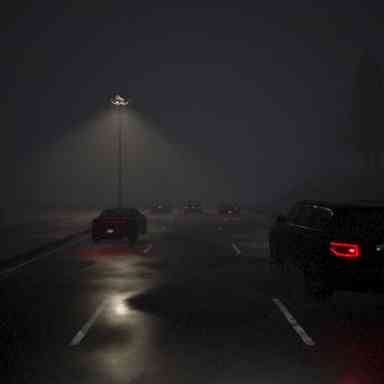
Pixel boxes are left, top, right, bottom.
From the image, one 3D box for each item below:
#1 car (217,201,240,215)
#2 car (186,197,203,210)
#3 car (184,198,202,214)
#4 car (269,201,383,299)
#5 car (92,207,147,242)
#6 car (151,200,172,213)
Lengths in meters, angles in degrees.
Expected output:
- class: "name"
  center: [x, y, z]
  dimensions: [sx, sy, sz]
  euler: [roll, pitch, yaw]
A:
- class: "car"
  center: [3.602, 1.601, 33.640]
  dimensions: [1.895, 1.301, 4.718]
  euler: [0, 0, 0]
- class: "car"
  center: [0.358, 1.492, 44.485]
  dimensions: [2.128, 1.511, 4.902]
  euler: [0, 0, 3]
- class: "car"
  center: [0.107, 1.547, 34.743]
  dimensions: [2.033, 1.411, 5.357]
  euler: [0, 0, 0]
- class: "car"
  center: [3.600, 1.222, 8.580]
  dimensions: [2.150, 2.045, 5.566]
  euler: [0, 0, 0]
- class: "car"
  center: [-3.399, 1.477, 16.304]
  dimensions: [1.882, 1.535, 5.008]
  euler: [0, 0, 0]
- class: "car"
  center: [-3.369, 1.564, 37.132]
  dimensions: [1.994, 1.385, 4.181]
  euler: [0, 0, 1]
